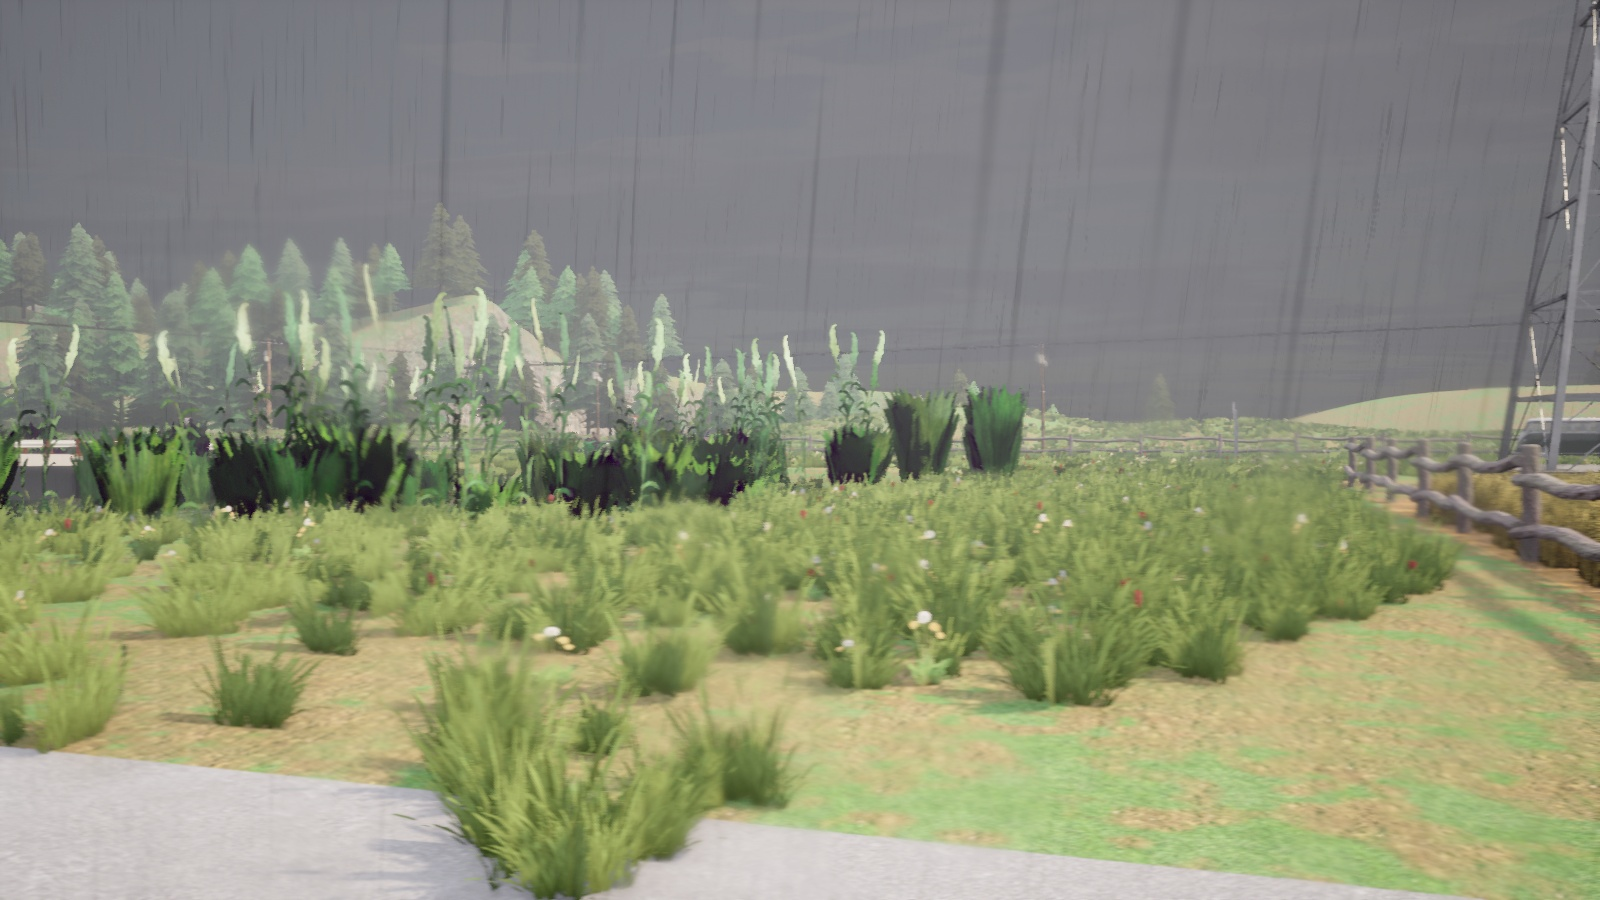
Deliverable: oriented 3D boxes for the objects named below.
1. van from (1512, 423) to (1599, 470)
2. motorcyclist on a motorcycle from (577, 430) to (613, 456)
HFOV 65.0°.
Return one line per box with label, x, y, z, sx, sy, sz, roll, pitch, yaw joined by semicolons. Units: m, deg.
van;33.730;-0.171;54.788;4.442;1.987;1.775;1;1;24
motorcyclist on a motorcycle;-12.350;-0.448;75.576;2.044;1.523;0.797;1;1;25
